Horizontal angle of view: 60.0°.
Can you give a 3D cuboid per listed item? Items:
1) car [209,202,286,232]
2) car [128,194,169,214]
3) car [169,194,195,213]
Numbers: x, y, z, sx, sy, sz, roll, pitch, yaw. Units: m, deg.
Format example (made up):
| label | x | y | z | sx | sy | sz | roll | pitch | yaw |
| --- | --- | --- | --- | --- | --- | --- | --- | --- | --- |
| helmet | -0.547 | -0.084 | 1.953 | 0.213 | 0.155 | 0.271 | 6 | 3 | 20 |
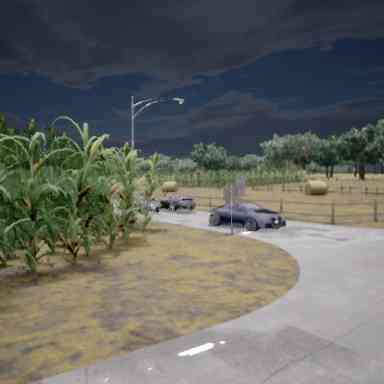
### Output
| label | x | y | z | sx | sy | sz | roll | pitch | yaw |
| --- | --- | --- | --- | --- | --- | --- | --- | --- | --- |
| car | 2.810 | 1.217 | 17.517 | 1.994 | 1.385 | 4.181 | -1 | 2 | -39 |
| car | -4.288 | 0.921 | 27.127 | 2.128 | 1.511 | 4.902 | -1 | 2 | -36 |
| car | -1.663 | 0.894 | 28.334 | 2.128 | 1.511 | 4.902 | -1 | 2 | -35 |
